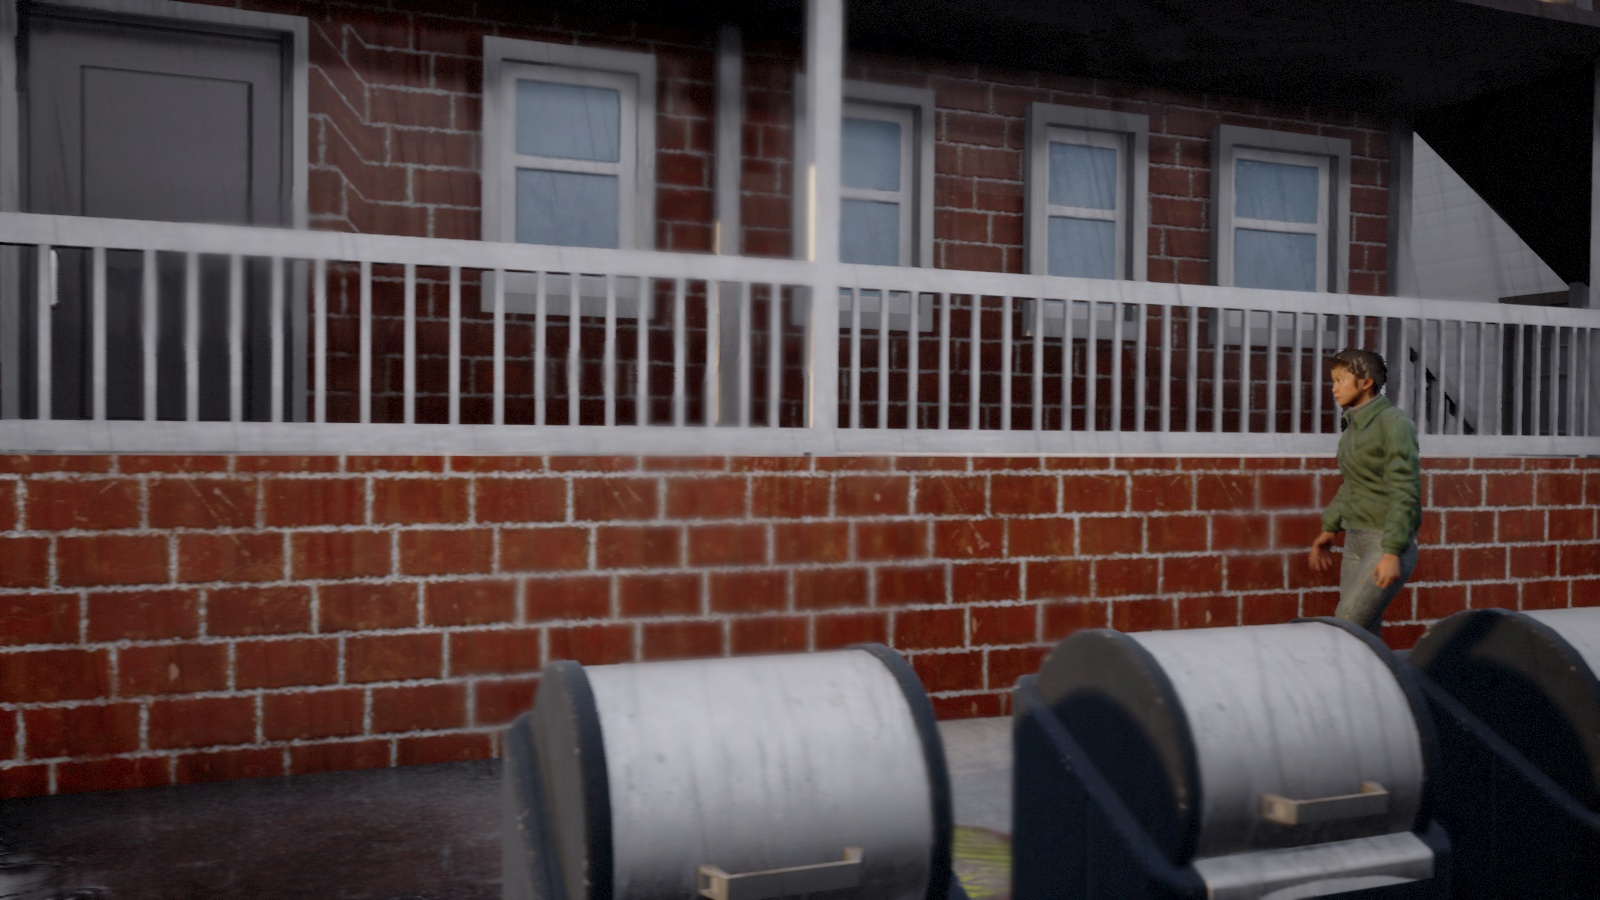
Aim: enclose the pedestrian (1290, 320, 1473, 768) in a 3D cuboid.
[{"bbox_3d":[2.465,0.390,5.352,0.614,1.847,0.353,-1,1,2],"label":"pedestrian"}]
